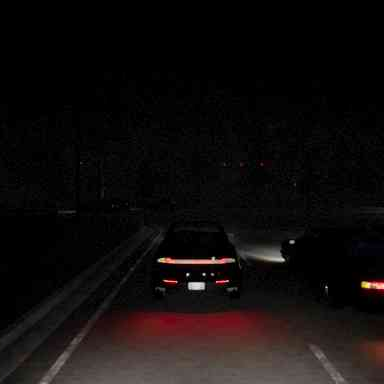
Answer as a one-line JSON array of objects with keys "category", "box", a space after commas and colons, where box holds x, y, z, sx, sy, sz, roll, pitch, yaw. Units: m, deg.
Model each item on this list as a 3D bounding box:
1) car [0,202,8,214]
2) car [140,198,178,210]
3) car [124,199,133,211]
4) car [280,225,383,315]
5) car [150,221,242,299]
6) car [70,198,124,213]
[{"category": "car", "box": [-21.273, 1.525, 33.865, 4.674, 1.442, 1.812, 0, 0, 3]}, {"category": "car", "box": [-4.124, 1.491, 41.709, 4.902, 1.511, 2.128, 0, 0, 21]}, {"category": "car", "box": [-9.524, 1.505, 39.725, 4.892, 1.490, 1.837, 0, -1, 14]}, {"category": "car", "box": [3.597, 1.547, 7.831, 2.033, 1.411, 5.357, 0, 0, 0]}, {"category": "car", "box": [0.099, 1.491, 8.457, 2.128, 1.511, 4.902, 0, 0, 0]}, {"category": "car", "box": [-10.652, 1.547, 36.598, 5.357, 1.411, 2.033, 0, 0, 12]}]
